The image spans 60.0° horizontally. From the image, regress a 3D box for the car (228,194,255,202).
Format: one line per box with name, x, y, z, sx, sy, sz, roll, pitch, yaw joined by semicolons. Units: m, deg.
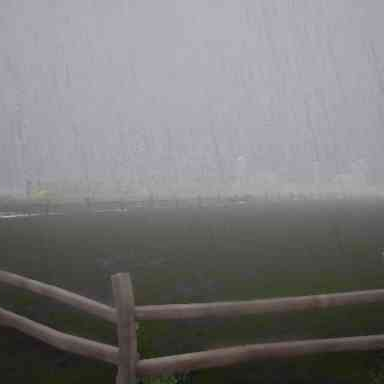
car;8.411;0.993;55.706;5.357;1.411;2.033;-1;1;-44
